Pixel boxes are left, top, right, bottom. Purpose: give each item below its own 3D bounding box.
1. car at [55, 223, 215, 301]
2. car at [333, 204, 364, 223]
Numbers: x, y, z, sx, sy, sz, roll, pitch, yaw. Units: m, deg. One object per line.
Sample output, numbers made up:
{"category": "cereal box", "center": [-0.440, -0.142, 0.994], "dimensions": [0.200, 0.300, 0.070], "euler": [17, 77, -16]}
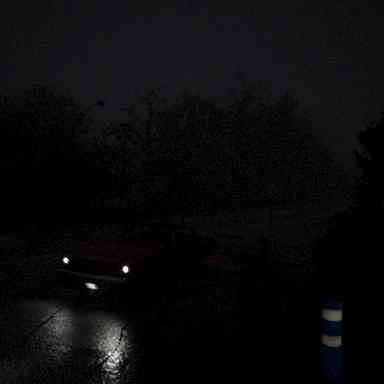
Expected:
{"category": "car", "center": [-1.033, 1.500, 8.382], "dimensions": [1.895, 1.301, 4.718], "euler": [2, 0, 24]}
{"category": "car", "center": [12.006, 1.468, 22.314], "dimensions": [2.163, 1.488, 4.792], "euler": [-2, 2, -43]}
